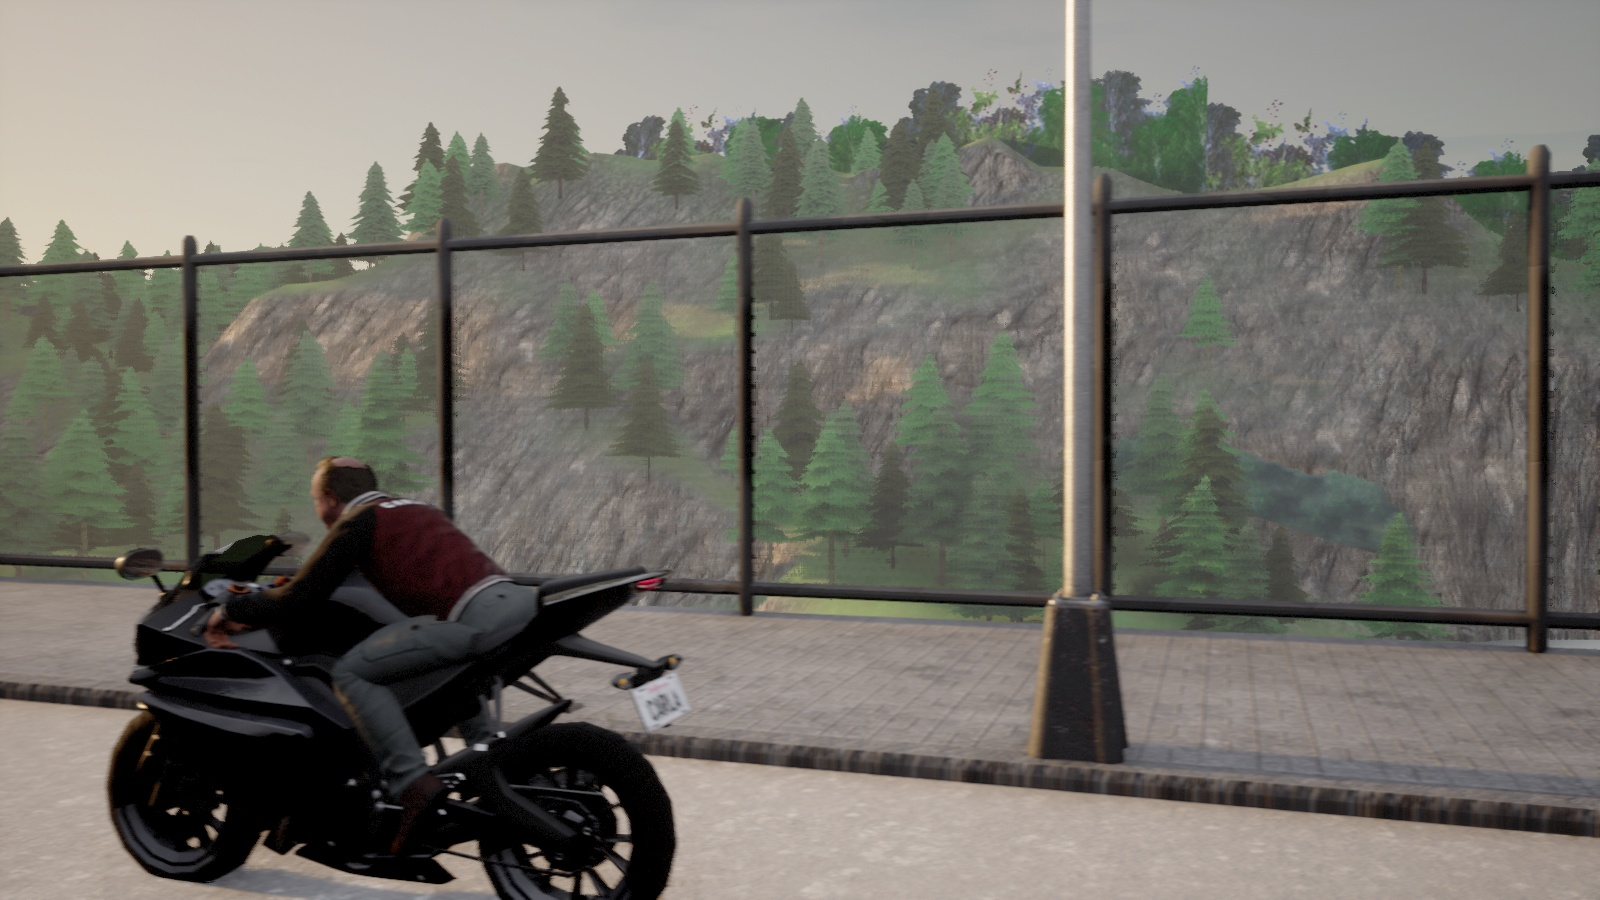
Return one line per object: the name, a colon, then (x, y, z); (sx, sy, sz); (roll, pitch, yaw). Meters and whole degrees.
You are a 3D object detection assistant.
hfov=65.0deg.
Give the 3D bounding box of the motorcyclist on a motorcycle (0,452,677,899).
motorcyclist on a motorcycle: (-1.602, 0.787, 4.260); (2.191, 1.530, 0.866); (1, 1, 19)
